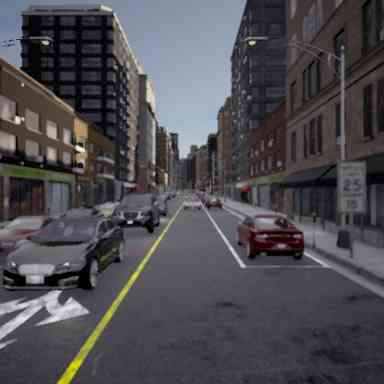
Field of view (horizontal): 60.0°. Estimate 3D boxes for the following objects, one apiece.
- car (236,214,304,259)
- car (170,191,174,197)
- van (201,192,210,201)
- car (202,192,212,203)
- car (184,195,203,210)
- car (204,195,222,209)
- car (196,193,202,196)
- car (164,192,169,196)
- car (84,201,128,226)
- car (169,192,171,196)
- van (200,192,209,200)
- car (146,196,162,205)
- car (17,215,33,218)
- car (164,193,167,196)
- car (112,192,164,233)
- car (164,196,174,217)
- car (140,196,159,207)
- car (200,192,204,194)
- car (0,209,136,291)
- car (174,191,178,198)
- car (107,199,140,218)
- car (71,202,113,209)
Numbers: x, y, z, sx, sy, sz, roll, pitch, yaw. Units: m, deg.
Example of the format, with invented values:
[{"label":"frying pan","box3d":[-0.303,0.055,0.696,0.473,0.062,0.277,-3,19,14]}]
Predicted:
[{"label":"car","box3d":[2.685,1.477,12.197,1.887,1.381,4.507,1,0,0]},{"label":"car","box3d":[-5.784,0.889,73.647,2.192,1.841,5.009,1,0,0]},{"label":"van","box3d":[2.742,0.949,68.052,1.690,1.788,3.998,1,0,0]},{"label":"car","box3d":[2.719,1.184,45.711,1.967,1.590,4.097,1,0,0]},{"label":"car","box3d":[0.035,1.385,38.989,1.895,1.301,4.718,0,0,0]},{"label":"car","box3d":[2.712,1.359,40.126,1.802,1.307,4.206,1,0,0]},{"label":"car","box3d":[0.048,1.288,49.197,1.994,1.385,4.181,0,0,0]},{"label":"car","box3d":[-5.799,1.170,62.306,1.752,1.417,4.829,1,0,0]},{"label":"car","box3d":[-5.847,1.399,23.206,1.752,1.417,4.829,1,0,0]},{"label":"car","box3d":[-5.793,1.191,68.063,1.802,1.307,4.206,1,0,0]},{"label":"van","box3d":[2.747,0.914,73.638,1.690,1.788,3.998,1,0,0]},{"label":"car","box3d":[-5.813,1.278,51.305,1.947,1.339,4.313,1,0,0]},{"label":"car","box3d":[-5.860,1.516,12.205,1.802,1.307,4.206,1,0,0]},{"label":"car","box3d":[-5.806,1.244,56.891,1.947,1.339,4.313,1,0,0]},{"label":"car","box3d":[-3.073,1.117,19.239,2.150,2.045,5.566,0,0,0]},{"label":"car","box3d":[-3.062,1.384,29.904,2.033,1.411,5.357,0,0,0]},{"label":"car","box3d":[-5.820,1.296,45.719,2.008,1.369,4.403,1,0,0]},{"label":"car","box3d":[2.730,1.117,56.882,1.967,1.590,4.097,1,0,0]},{"label":"car","box3d":[-3.084,1.442,8.994,2.128,1.511,4.902,0,0,0]},{"label":"car","box3d":[-5.764,0.781,90.404,2.192,1.841,5.009,1,0,0]},{"label":"car","box3d":[-5.840,1.393,28.962,2.008,1.369,4.403,1,0,0]},{"label":"car","box3d":[-5.853,1.469,17.790,1.947,1.339,4.313,1,0,0]}]
